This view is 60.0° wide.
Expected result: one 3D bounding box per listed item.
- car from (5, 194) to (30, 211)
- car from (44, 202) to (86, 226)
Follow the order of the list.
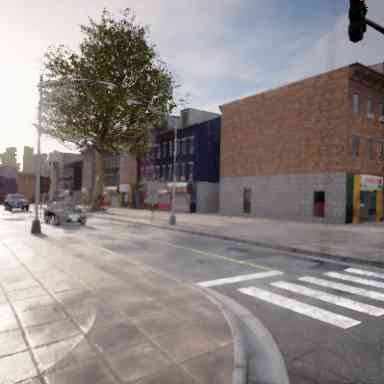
[{"bbox_3d":[-21.627,1.295,41.132,2.150,2.045,5.566,2,-2,-35],"label":"car"},{"bbox_3d":[-8.639,1.426,22.502,2.128,1.511,4.902,2,-1,-35],"label":"car"}]
